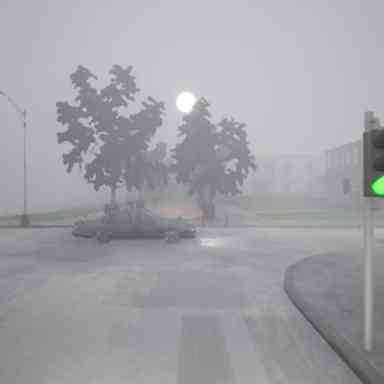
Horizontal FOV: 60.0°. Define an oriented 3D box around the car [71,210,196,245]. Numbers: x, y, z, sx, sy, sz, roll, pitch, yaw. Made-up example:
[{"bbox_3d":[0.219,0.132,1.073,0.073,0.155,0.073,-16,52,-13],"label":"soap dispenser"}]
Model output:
[{"bbox_3d":[-2.501,1.525,14.850,5.357,1.411,2.033,0,0,0],"label":"car"}]
